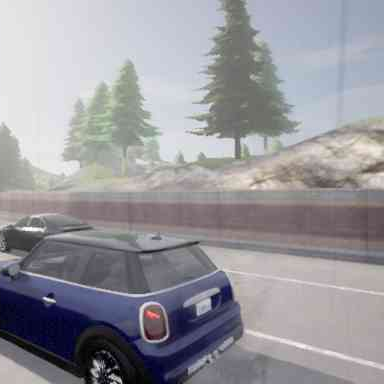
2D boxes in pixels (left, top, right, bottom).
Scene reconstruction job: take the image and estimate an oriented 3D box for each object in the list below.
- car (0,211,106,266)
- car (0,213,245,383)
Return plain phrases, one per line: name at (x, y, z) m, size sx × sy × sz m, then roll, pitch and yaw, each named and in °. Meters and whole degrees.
car at (-5.529, 1.567, 12.542) m, size 4.892 × 1.490 × 1.837 m, roll 0°, pitch 0°, yaw 38°
car at (-1.579, 1.374, 5.146) m, size 4.553 × 1.767 × 2.097 m, roll 0°, pitch 0°, yaw 36°
